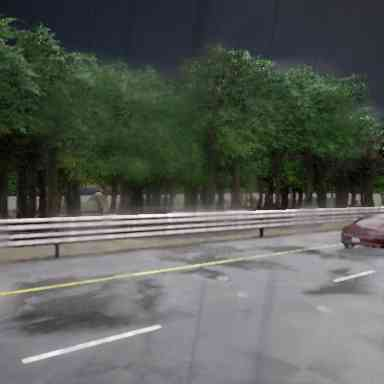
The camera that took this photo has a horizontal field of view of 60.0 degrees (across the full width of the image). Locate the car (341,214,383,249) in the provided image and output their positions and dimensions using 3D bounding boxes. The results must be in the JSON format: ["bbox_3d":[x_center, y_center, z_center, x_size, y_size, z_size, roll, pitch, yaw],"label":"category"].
[{"bbox_3d":[8.076,1.667,13.925,4.674,1.442,1.812,0,0,-35],"label":"car"}]
